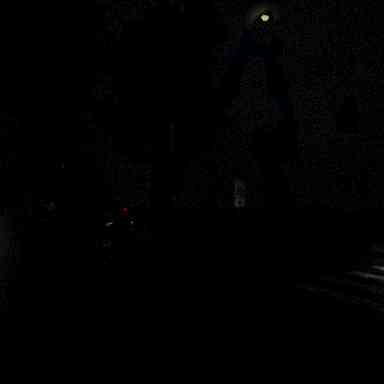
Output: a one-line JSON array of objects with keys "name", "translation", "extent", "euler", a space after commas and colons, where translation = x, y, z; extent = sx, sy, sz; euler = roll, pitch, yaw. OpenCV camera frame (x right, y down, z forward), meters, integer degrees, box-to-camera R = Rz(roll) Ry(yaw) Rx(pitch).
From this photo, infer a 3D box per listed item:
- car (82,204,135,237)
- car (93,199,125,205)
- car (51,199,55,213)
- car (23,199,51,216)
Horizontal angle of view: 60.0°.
[{"name": "car", "translation": [-5.184, 1.745, 20.325], "extent": [1.882, 1.535, 5.008], "euler": [0, -1, -35]}, {"name": "car", "translation": [-7.475, 1.643, 28.855], "extent": [2.150, 2.045, 5.566], "euler": [0, -1, -35]}, {"name": "car", "translation": [-22.507, 2.169, 50.701], "extent": [2.150, 2.045, 5.566], "euler": [0, -3, -35]}, {"name": "car", "translation": [-19.746, 1.994, 41.651], "extent": [2.150, 2.045, 5.566], "euler": [0, -1, -34]}]
